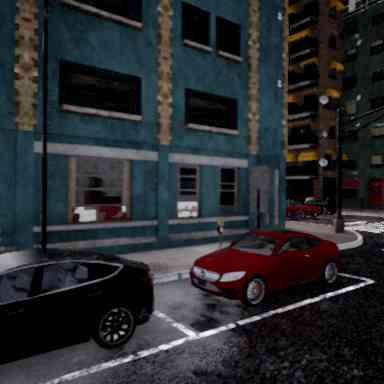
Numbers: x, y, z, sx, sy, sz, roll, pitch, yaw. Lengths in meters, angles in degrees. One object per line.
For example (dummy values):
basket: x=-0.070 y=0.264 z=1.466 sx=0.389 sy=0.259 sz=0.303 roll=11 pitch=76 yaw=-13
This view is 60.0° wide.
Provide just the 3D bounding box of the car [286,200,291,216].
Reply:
car: x=4.788 y=1.009 z=26.031 sx=2.192 sy=1.841 sz=5.009 roll=2 pitch=0 yaw=-36

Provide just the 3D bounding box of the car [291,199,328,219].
car: x=7.809 y=1.335 z=26.246 sx=1.895 sy=1.301 sz=4.718 roll=0 pitch=1 yaw=-36

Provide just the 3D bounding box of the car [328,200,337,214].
car: x=11.590 y=1.317 z=30.915 sx=1.947 sy=1.339 sz=4.313 roll=1 pitch=0 yaw=-36

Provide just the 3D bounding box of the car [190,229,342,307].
car: x=1.913 y=1.574 z=7.917 sx=4.206 sy=1.307 sz=1.802 roll=0 pitch=1 yaw=-36

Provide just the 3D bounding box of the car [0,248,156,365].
car: x=-2.583 y=1.565 z=4.709 sx=4.313 sy=1.339 sz=1.947 roll=0 pitch=1 yaw=-36
